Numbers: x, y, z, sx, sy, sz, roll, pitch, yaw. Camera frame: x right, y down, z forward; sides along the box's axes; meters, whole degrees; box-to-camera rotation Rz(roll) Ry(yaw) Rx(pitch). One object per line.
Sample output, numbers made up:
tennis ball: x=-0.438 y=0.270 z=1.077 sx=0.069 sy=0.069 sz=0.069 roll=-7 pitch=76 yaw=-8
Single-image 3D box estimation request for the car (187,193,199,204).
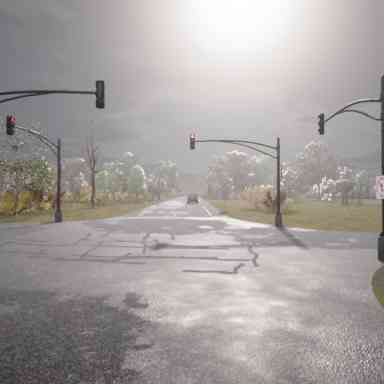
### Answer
car: x=0.157 y=1.293 z=67.595 sx=2.150 sy=2.045 sz=5.566 roll=0 pitch=0 yaw=0
